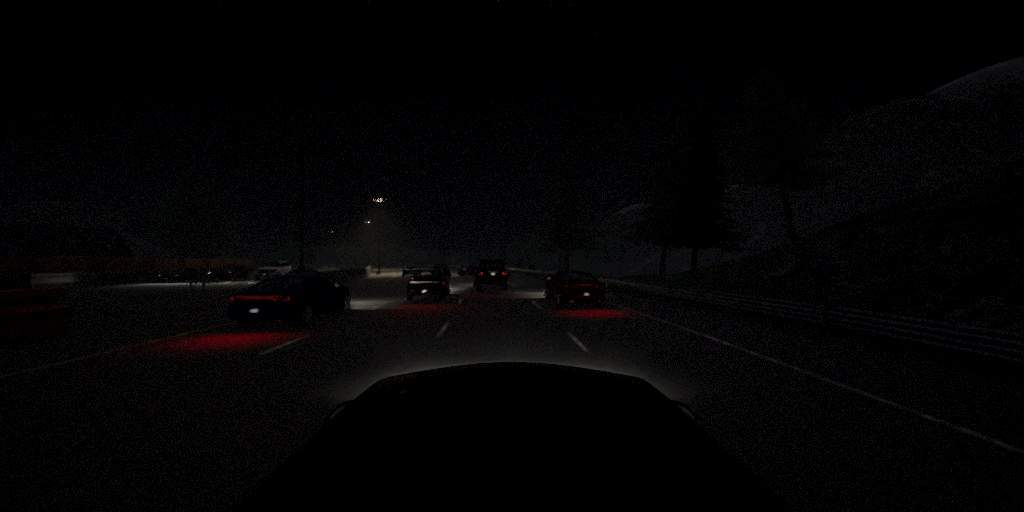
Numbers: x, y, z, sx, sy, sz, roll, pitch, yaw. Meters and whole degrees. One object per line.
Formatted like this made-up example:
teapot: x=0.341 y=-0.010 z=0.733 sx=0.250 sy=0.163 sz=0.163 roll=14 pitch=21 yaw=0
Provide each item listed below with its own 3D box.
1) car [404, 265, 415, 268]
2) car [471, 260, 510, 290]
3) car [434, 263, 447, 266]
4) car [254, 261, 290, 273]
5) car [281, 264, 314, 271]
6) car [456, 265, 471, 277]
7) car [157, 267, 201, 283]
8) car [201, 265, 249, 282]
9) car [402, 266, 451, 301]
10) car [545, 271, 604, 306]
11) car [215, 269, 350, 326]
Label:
car: x=-13.478 y=1.920 z=47.264 sx=2.128 sy=1.511 sz=4.902 roll=0 pitch=-1 yaw=-17
car: x=-1.666 y=1.327 z=26.360 sx=2.150 sy=2.045 sz=5.566 roll=0 pitch=-1 yaw=-8
car: x=-8.269 y=1.682 z=41.255 sx=2.097 sy=1.767 sz=4.553 roll=0 pitch=-1 yaw=-13
car: x=-26.073 y=1.572 z=39.400 sx=2.150 sy=2.045 sz=5.566 roll=0 pitch=-1 yaw=-14
car: x=-22.142 y=1.868 z=38.166 sx=2.033 sy=1.411 sz=5.357 roll=0 pitch=-1 yaw=-14
car: x=-6.191 y=1.905 z=47.355 sx=2.128 sy=1.511 sz=4.902 roll=0 pitch=-1 yaw=-16
car: x=-32.219 y=1.827 z=35.103 sx=1.812 sy=1.442 sz=4.674 roll=0 pitch=-1 yaw=-14
car: x=-29.049 y=1.669 z=36.809 sx=2.097 sy=1.767 sz=4.553 roll=0 pitch=-1 yaw=-14
car: x=-4.446 y=1.504 z=19.452 sx=2.128 sy=1.511 sz=4.902 roll=0 pitch=-1 yaw=-6
car: x=2.825 y=1.440 z=17.137 sx=1.882 sy=1.535 sz=5.008 roll=0 pitch=-1 yaw=-5
car: x=-7.341 y=1.398 z=12.450 sx=1.882 sy=1.535 sz=5.008 roll=0 pitch=-1 yaw=-4
